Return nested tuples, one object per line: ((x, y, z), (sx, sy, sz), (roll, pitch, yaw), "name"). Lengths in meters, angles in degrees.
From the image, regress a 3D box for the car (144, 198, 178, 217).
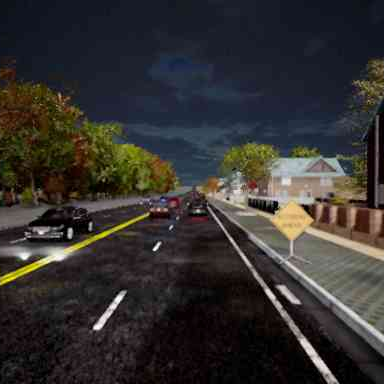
((-2.725, 1.517, 30.412), (2.033, 1.411, 5.357), (0, 0, 1), "car")

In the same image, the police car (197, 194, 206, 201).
((2.222, 1.350, 80.144), (1.930, 1.638, 5.238), (0, 0, 1), "police car")

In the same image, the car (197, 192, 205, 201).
((2.316, 1.137, 86.063), (2.150, 2.045, 5.566), (0, 0, 1), "car")

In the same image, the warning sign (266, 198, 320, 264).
((2.994, 1.123, 10.011), (1.300, 1.860, 1.060), (0, 0, 1), "warning sign")

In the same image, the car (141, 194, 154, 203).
((-8.746, 1.284, 65.610), (2.097, 1.767, 4.553), (0, 0, 1), "car")

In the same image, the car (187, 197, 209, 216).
((0.595, 1.485, 32.594), (1.837, 1.490, 4.892), (0, 0, 1), "car")

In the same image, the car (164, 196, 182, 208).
((-2.471, 1.481, 46.209), (1.812, 1.442, 4.674), (0, 0, 1), "car")

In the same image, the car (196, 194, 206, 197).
((0.807, 1.446, 46.143), (1.882, 1.535, 5.008), (0, 0, 1), "car")

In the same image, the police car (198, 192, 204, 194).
((2.064, 1.366, 70.145), (1.930, 1.638, 5.238), (0, 0, 1), "police car")

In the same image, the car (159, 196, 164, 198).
((-5.496, 1.462, 65.511), (1.812, 1.442, 4.674), (0, 0, 1), "car")

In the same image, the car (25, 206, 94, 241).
((-6.352, 1.471, 16.496), (1.837, 1.490, 4.892), (0, 0, 1), "car")
